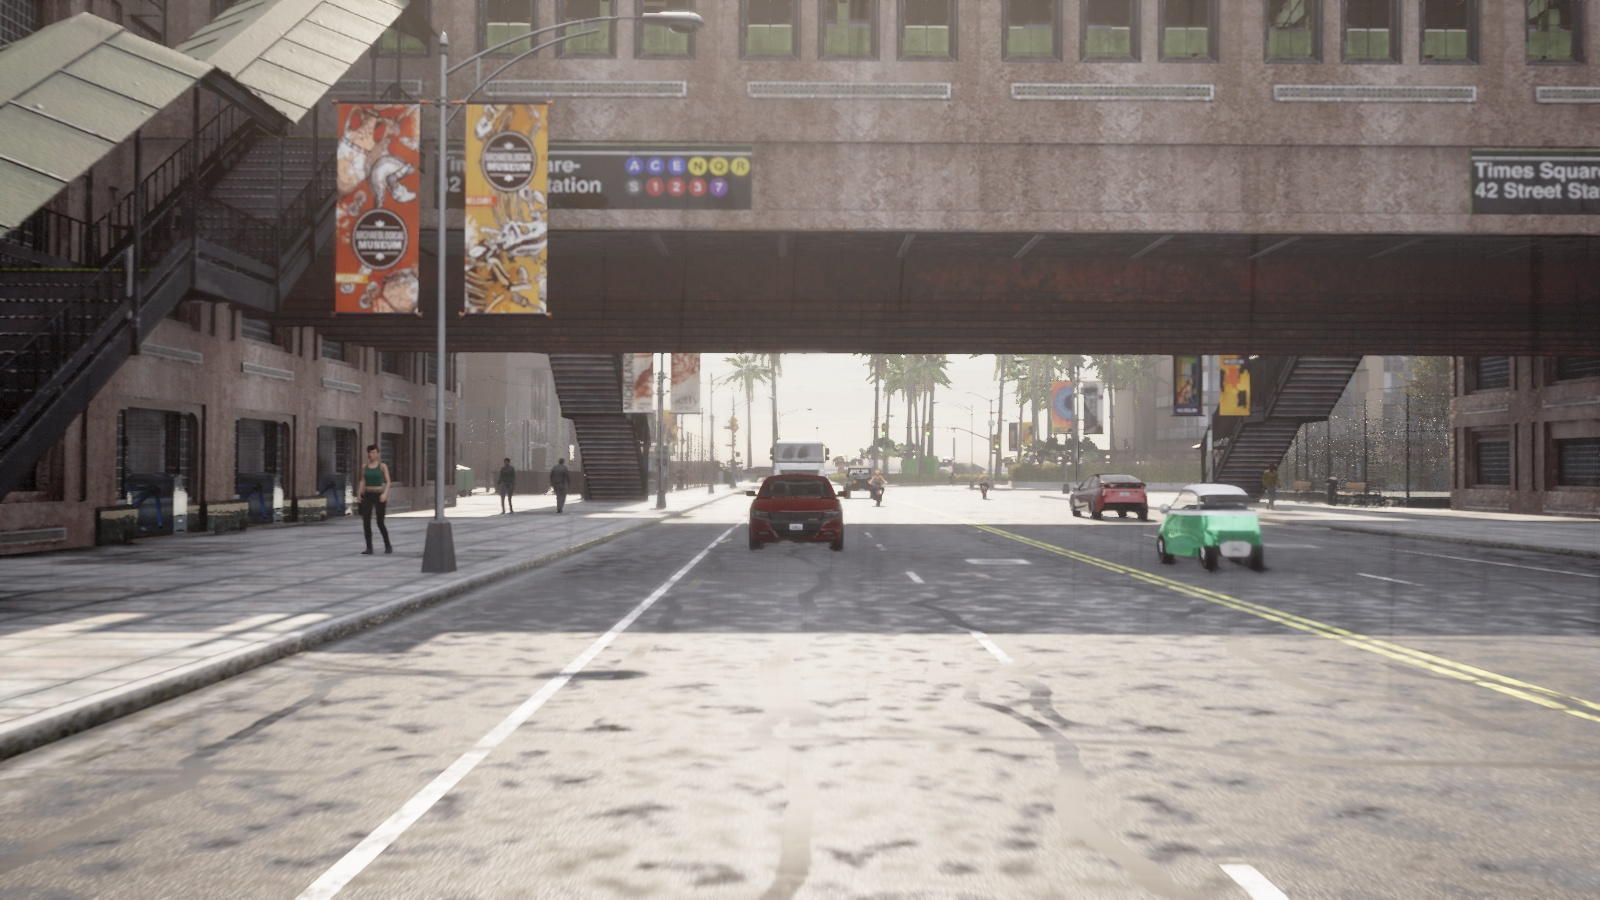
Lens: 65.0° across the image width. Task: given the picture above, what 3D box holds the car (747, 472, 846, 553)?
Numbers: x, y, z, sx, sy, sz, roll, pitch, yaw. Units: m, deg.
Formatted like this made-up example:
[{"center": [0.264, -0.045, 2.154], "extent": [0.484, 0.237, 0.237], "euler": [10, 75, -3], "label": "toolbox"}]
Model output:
[{"center": [-0.061, 1.235, 26.415], "extent": [1.882, 1.535, 5.008], "euler": [0, -1, 0], "label": "car"}]

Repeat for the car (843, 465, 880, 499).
[{"center": [3.482, 1.800, 71.863], "extent": [1.905, 1.878, 3.866], "euler": [0, -1, 0], "label": "car"}]

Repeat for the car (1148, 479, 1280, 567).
[{"center": [6.950, 1.197, 21.245], "extent": [1.481, 1.376, 2.207], "euler": [0, -1, 0], "label": "car"}]

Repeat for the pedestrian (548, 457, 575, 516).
[{"center": [-7.777, 1.188, 40.973], "extent": [0.563, 1.883, 0.849], "euler": [0, -1, 15], "label": "pedestrian"}]

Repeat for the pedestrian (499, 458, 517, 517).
[{"center": [-9.176, 1.168, 39.428], "extent": [0.353, 1.847, 0.614], "euler": [0, -1, 9], "label": "pedestrian"}]

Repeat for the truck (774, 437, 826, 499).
[{"center": [-0.024, 1.070, 73.892], "extent": [2.891, 3.462, 7.936], "euler": [0, -1, 0], "label": "truck"}]

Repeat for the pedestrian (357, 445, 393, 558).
[{"center": [-7.017, 0.847, 20.752], "extent": [0.345, 1.836, 0.594], "euler": [0, -1, 5], "label": "pedestrian"}]

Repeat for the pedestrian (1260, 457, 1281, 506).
[{"center": [17.860, 1.198, 47.667], "extent": [0.431, 1.840, 0.709], "euler": [0, -1, -12], "label": "pedestrian"}]

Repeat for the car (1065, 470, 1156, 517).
[{"center": [10.523, 1.438, 42.903], "extent": [2.007, 1.525, 4.514], "euler": [0, -1, 0], "label": "car"}]
